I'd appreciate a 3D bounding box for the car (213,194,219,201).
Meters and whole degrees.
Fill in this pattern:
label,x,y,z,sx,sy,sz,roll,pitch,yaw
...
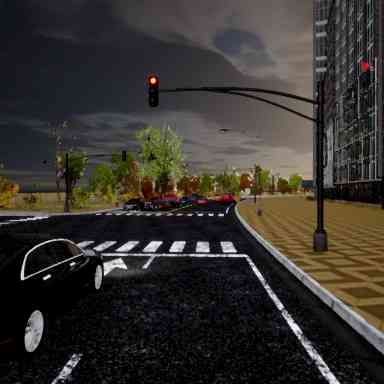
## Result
label,x,y,z,sx,sy,sz,roll,pitch,yaw
car,6.481,1.373,80.573,2.097,1.767,4.553,0,0,14

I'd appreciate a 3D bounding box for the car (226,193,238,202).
label,x,y,z,sx,sy,sz,roll,pitch,yaw
car,9.787,1.246,80.433,2.150,2.045,5.566,0,0,14

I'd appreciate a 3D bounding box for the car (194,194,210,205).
label,x,y,z,sx,sy,sz,roll,pitch,yaw
car,2.013,1.570,57.766,1.994,1.385,4.181,0,0,10

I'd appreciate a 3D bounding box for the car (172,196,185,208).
label,x,y,z,sx,sy,sz,roll,pitch,yaw
car,-2.789,1.603,49.331,1.895,1.301,4.718,0,0,8

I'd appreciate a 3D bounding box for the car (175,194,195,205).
label,x,y,z,sx,sy,sz,roll,pitch,yaw
car,-1.200,1.531,59.249,1.812,1.442,4.674,0,0,10

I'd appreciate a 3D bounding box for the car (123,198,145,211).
label,x,y,z,sx,sy,sz,roll,pitch,yaw
car,-7.104,1.524,41.486,1.812,1.442,4.674,0,0,7

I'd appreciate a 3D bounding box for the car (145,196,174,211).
label,x,y,z,sx,sy,sz,roll,pitch,yaw
car,-3.926,1.564,40.701,1.994,1.385,4.181,0,0,7

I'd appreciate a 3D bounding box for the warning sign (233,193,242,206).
label,x,y,z,sx,sy,sz,roll,pitch,yaw
warning sign,6.554,1.122,48.257,1.300,1.860,1.060,0,0,8

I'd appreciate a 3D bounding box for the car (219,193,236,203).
label,x,y,z,sx,sy,sz,roll,pitch,yaw
car,7.631,1.239,70.141,2.150,2.045,5.566,0,0,12

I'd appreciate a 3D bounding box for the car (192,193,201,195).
label,x,y,z,sx,sy,sz,roll,pitch,yaw
car,0.763,1.235,69.635,2.150,2.045,5.566,0,0,11

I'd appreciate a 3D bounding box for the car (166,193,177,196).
label,x,y,z,sx,sy,sz,roll,pitch,yaw
car,-3.987,1.226,62.191,2.150,2.045,5.566,0,0,10

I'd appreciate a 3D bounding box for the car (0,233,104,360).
label,x,y,z,sx,sy,sz,roll,pitch,yaw
car,-3.011,1.504,5.935,1.837,1.490,4.892,0,0,1
